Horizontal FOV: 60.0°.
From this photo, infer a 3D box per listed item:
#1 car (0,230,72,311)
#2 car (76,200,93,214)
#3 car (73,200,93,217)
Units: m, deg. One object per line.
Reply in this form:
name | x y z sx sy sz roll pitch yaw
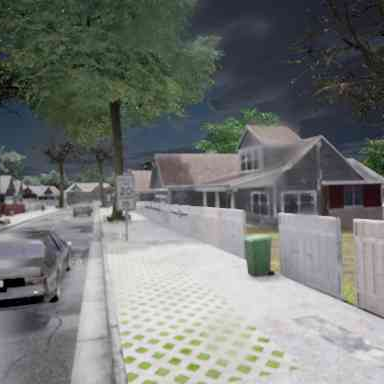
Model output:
car | -4.085 1.671 8.153 2.033 1.411 5.357 -2 0 -16
car | -15.307 2.074 47.612 2.097 1.767 4.553 -2 -1 -16
car | -12.547 2.025 38.100 2.128 1.511 4.902 -2 -1 -16
